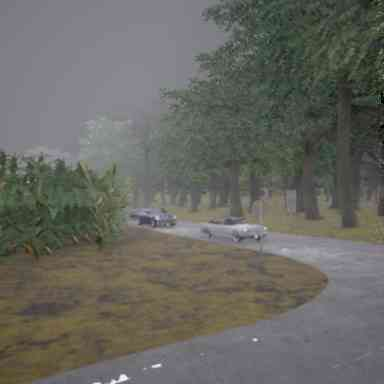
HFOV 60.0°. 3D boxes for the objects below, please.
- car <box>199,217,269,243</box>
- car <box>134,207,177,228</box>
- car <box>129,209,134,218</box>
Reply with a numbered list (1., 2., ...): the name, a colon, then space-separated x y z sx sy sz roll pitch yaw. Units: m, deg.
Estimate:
1. car: 2.410 2.192 20.129 1.895 1.301 4.718 0 -1 -31
2. car: -3.135 2.152 29.542 2.097 1.767 4.553 0 -1 -31
3. car: -6.101 2.508 40.378 2.033 1.411 5.357 0 -1 -31
